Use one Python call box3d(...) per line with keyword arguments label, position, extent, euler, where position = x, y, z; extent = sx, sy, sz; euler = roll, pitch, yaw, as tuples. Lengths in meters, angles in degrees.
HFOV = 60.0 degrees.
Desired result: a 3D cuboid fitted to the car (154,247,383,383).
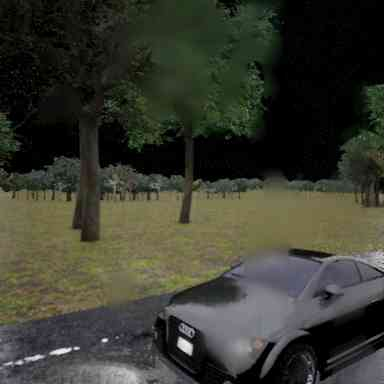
box3d(label="car", position=(1.545, 1.585, 4.964), extent=(4.181, 1.385, 1.994), euler=(0, 0, -35))
